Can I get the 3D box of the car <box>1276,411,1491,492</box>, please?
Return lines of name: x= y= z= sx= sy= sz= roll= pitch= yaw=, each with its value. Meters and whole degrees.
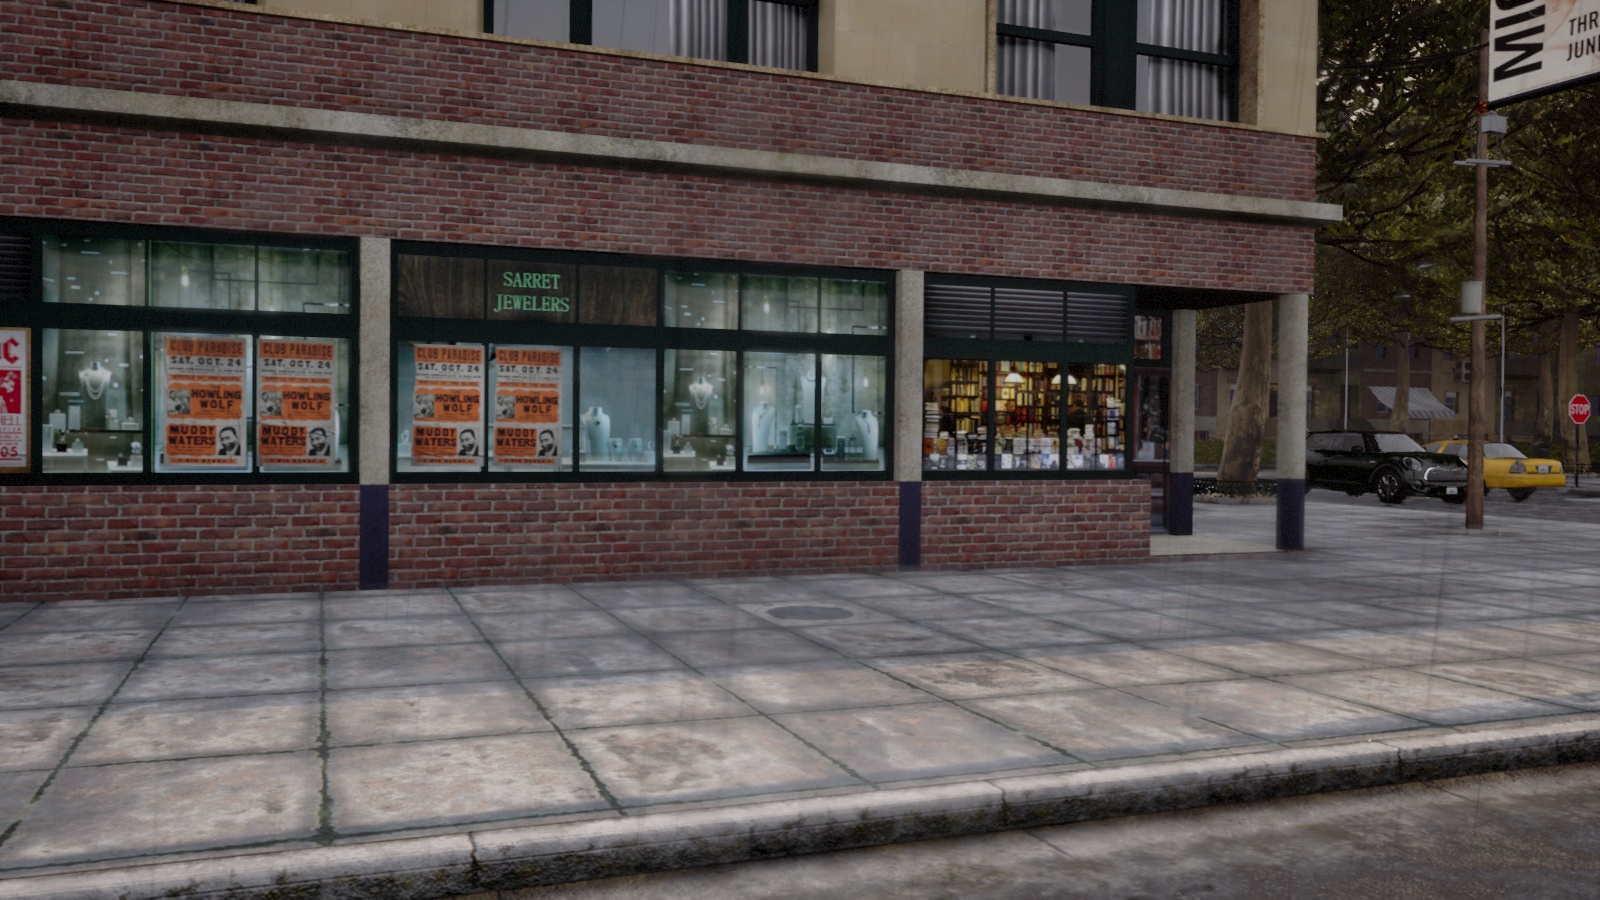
car: x=13.923 y=-0.006 z=30.281 sx=2.097 sy=1.767 sz=4.553 roll=-1 pitch=1 yaw=-19

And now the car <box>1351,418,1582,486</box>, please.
car: x=16.903 y=0.007 z=32.219 sx=1.801 sy=1.575 sz=5.366 roll=-1 pitch=1 yaw=-22
